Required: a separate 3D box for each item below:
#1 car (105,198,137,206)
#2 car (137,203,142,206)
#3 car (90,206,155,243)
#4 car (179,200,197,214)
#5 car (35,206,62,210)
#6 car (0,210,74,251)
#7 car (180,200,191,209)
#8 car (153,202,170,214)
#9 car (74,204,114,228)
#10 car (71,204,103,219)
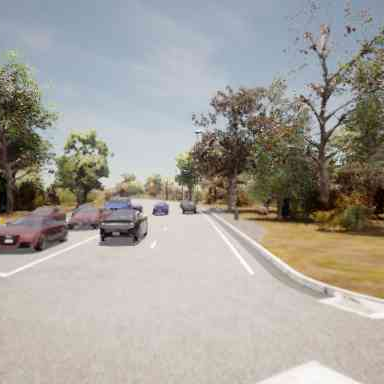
[{"bbox_3d":[-7.265,1.601,33.229,2.150,2.045,5.566,0,-1,-1],"label":"car"},{"bbox_3d":[-7.504,2.095,43.307,1.895,1.301,4.718,0,-1,-2],"label":"car"},{"bbox_3d":[-3.433,1.691,17.406,2.128,1.511,4.902,0,-1,0],"label":"car"},{"bbox_3d":[-0.407,1.988,43.416,2.128,1.511,4.902,0,-1,-2],"label":"car"},{"bbox_3d":[-10.679,1.805,24.424,1.812,1.442,4.674,0,-1,-1],"label":"car"},{"bbox_3d":[-7.096,1.734,14.825,1.994,1.385,4.181,0,-1,-1],"label":"car"},{"bbox_3d":[-1.247,2.209,59.755,1.812,1.442,4.674,0,-1,-4],"label":"car"},{"bbox_3d":[-3.837,1.998,41.330,1.812,1.442,4.674,0,0,-2],"label":"car"},{"bbox_3d":[-7.172,1.796,23.580,1.812,1.442,4.674,0,-1,-1],"label":"car"},{"bbox_3d":[-10.776,1.958,34.481,1.994,1.385,4.181,0,-1,-1],"label":"car"}]
